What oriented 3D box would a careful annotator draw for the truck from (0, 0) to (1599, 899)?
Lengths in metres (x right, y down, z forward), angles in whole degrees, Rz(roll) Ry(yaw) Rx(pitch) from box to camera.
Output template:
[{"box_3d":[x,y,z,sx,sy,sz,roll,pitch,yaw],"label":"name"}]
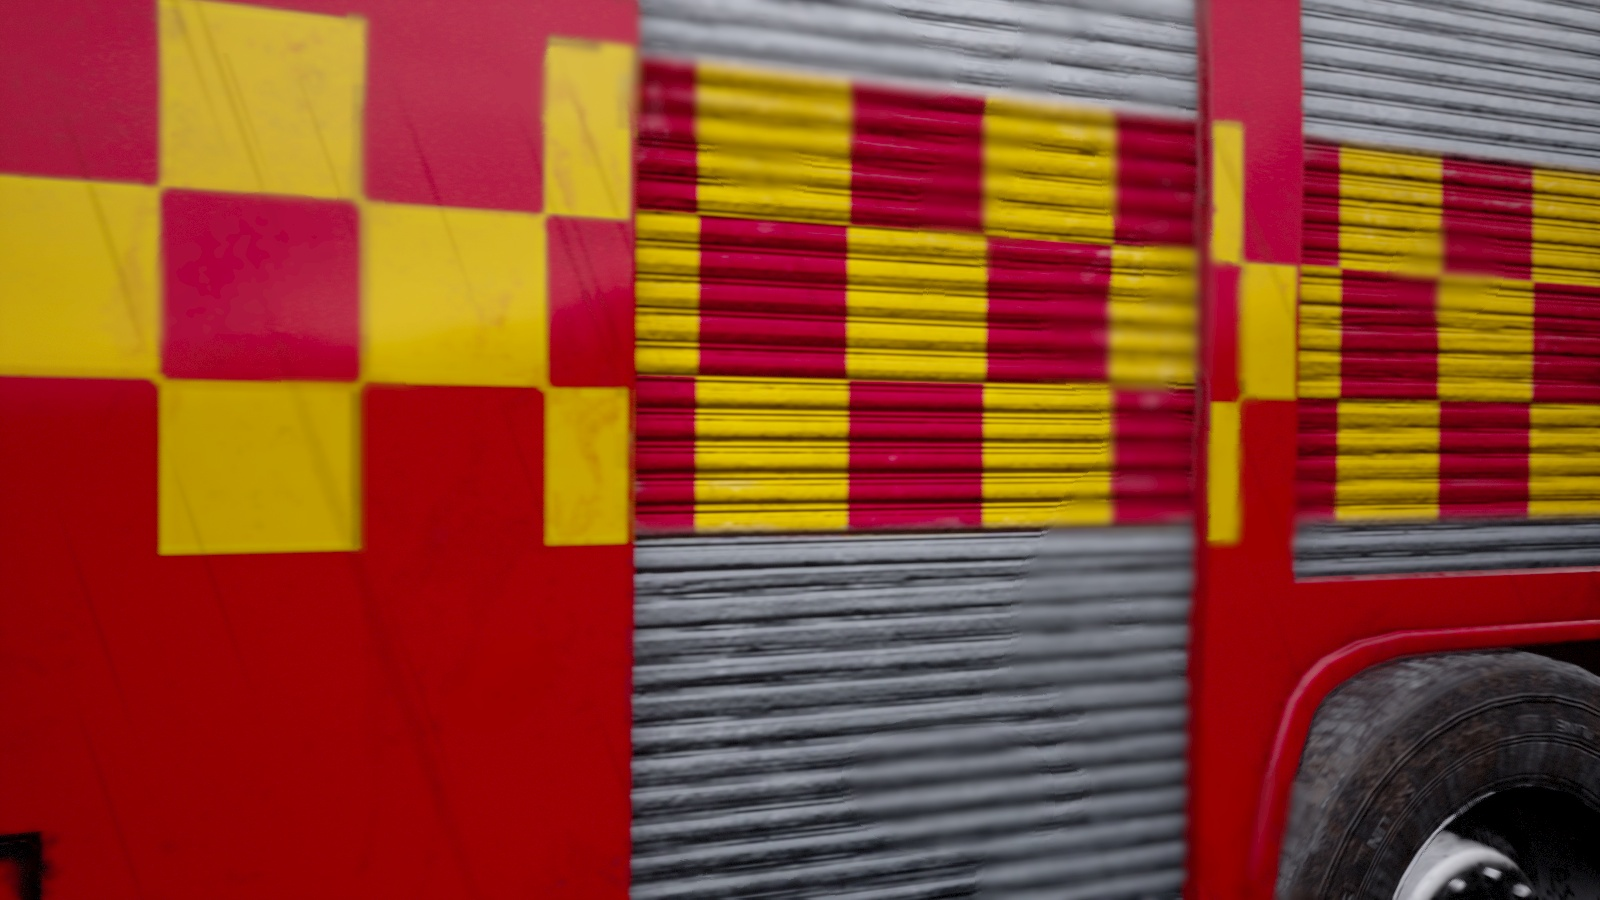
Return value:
[{"box_3d":[-1.914,-0.371,2.498,8.468,3.827,2.891,-1,1,-21],"label":"truck"}]
